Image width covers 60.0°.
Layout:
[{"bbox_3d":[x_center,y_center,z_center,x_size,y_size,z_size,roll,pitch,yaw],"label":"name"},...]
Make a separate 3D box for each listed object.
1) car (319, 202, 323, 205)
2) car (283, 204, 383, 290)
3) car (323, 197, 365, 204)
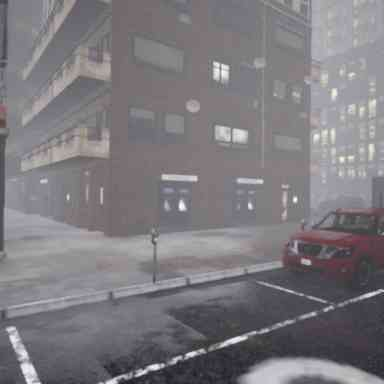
[{"bbox_3d":[10.019,1.580,32.319,1.802,1.307,4.206,2,0,-36],"label":"car"},{"bbox_3d":[4.818,1.404,9.533,5.009,1.841,2.192,1,0,-36],"label":"car"},{"bbox_3d":[16.626,1.434,37.083,2.192,1.841,5.009,2,0,-36],"label":"car"}]
